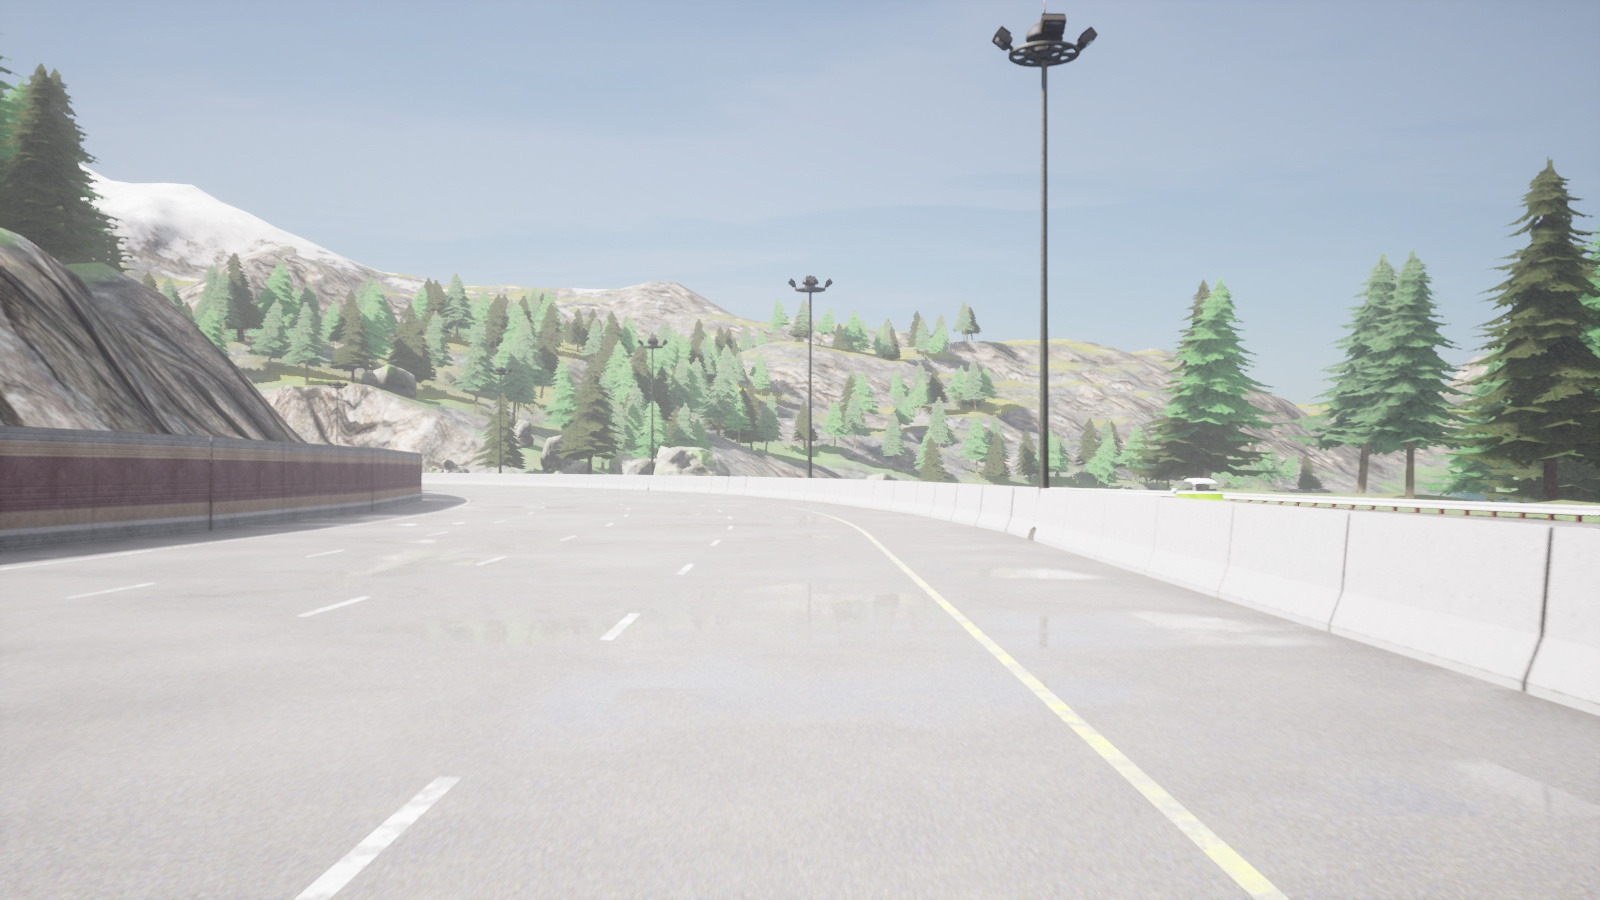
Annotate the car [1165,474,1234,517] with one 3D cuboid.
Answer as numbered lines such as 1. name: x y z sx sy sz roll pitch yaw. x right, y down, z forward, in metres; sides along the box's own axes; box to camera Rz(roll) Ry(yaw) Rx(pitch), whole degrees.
1. car: 13.422 1.523 42.286 1.481 1.376 2.207 0 -1 -5
